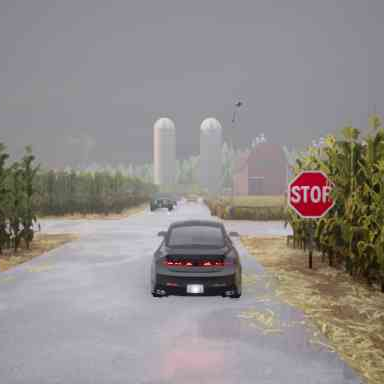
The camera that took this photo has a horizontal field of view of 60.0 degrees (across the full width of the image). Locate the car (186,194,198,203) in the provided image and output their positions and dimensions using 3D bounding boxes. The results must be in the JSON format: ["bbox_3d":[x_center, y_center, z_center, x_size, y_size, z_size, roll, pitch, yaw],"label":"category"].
[{"bbox_3d":[0.014,1.115,58.711,1.882,1.535,5.008,0,0,0],"label":"car"}]

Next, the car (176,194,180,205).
[{"bbox_3d":[-3.178,1.269,47.720,1.994,1.385,4.181,0,0,0],"label":"car"}]

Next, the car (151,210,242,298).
[{"bbox_3d":[0.137,1.453,8.377,1.837,1.490,4.892,0,1,2],"label":"car"}]

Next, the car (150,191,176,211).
[{"bbox_3d":[-3.185,0.962,36.034,2.150,2.045,5.566,0,0,0],"label":"car"}]
